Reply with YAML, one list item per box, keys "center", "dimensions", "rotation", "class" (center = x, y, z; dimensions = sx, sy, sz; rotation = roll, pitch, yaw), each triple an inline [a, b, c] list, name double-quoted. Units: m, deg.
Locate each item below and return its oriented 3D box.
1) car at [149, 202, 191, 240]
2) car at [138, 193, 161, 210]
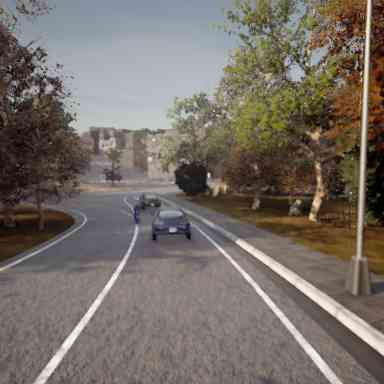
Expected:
- center: [-1.139, 1.472, 16.931]
  dimensions: [1.812, 1.442, 4.674]
  rotation: [-1, 1, -7]
  class: "car"
- center: [-4.203, 0.860, 32.709]
  dimensions: [1.812, 1.442, 4.674]
  rotation: [-1, 4, -15]
  class: "car"
